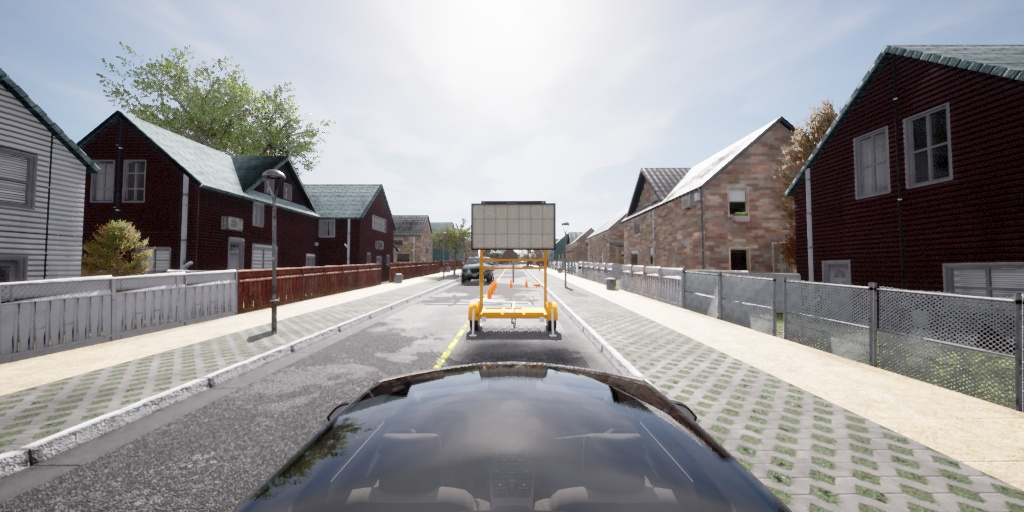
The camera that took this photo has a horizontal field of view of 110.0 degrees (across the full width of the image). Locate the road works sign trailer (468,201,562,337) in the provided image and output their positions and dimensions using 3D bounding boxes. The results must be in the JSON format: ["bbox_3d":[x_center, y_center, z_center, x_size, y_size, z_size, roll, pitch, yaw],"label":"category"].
[{"bbox_3d":[0.042,0.226,10.346,2.380,3.560,2.880,0,0,1],"label":"road works sign trailer"}]

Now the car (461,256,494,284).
[{"bbox_3d":[-2.617,1.046,28.146,2.150,2.045,5.566,0,0,0],"label":"car"}]
